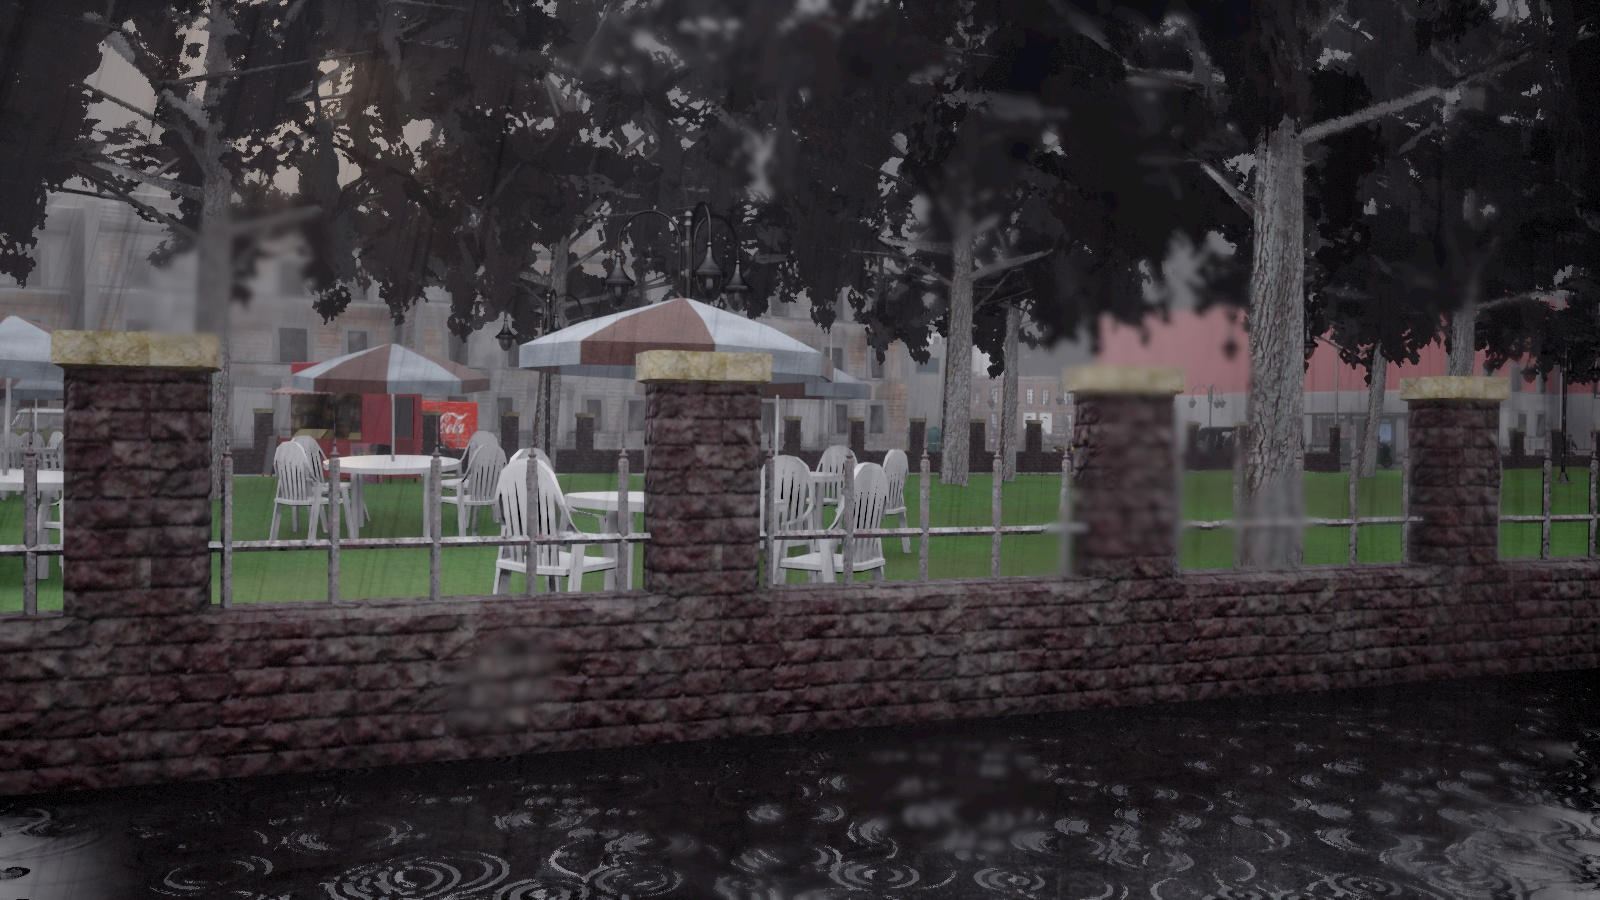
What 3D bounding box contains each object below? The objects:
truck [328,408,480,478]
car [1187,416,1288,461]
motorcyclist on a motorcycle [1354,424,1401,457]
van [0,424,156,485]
[{"bbox_3d":[-14.719,-0.287,46.583,5.204,2.467,2.627,-1,1,-21],"label":"truck"},{"bbox_3d":[19.239,-0.511,55.250,3.866,1.878,1.905,-1,1,-21],"label":"car"},{"bbox_3d":[26.724,-0.452,58.096,2.044,1.523,0.797,-1,1,-21],"label":"motorcyclist on a motorcycle"},{"bbox_3d":[-24.566,0.119,42.829,4.442,1.987,1.775,-1,1,-21],"label":"van"}]
